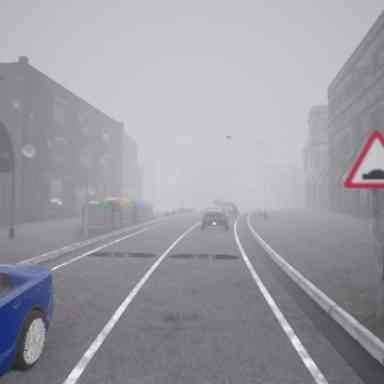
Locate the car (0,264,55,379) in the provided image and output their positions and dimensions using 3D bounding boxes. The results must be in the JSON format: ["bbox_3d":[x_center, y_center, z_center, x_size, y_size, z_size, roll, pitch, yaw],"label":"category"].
[{"bbox_3d":[-2.996,1.486,2.888,1.882,1.535,5.008,0,0,1],"label":"car"}]

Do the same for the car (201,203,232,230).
[{"bbox_3d":[1.734,1.802,23.770,1.837,1.490,4.892,0,-1,7],"label":"car"}]

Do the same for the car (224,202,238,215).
[{"bbox_3d":[4.744,2.001,41.936,2.033,1.649,4.856,0,-1,11],"label":"car"}]
